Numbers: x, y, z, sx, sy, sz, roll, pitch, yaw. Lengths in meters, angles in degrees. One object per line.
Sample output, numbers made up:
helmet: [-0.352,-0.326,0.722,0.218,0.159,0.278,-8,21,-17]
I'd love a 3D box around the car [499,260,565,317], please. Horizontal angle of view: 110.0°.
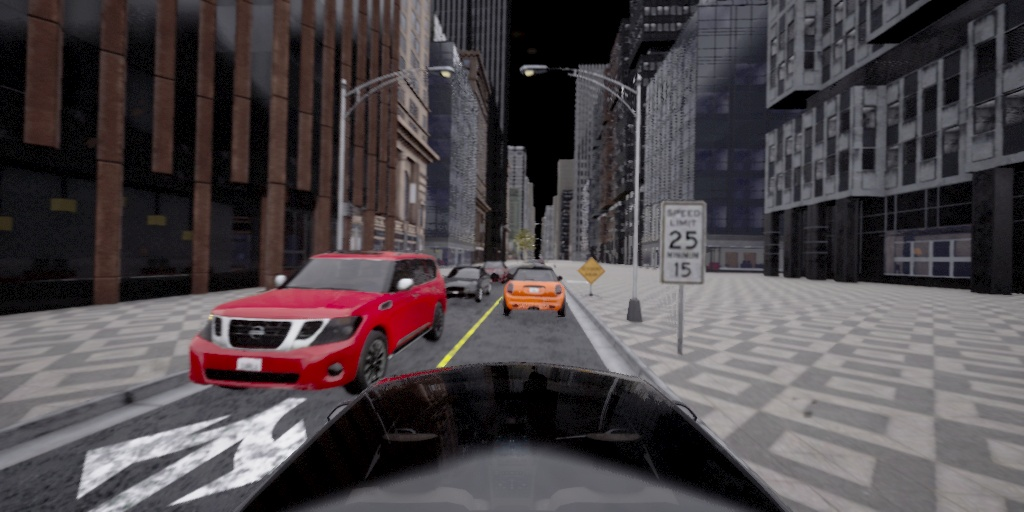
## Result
car: [0.870,1.148,13.775,2.097,1.767,4.553,1,0,4]

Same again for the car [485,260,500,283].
car: [-1.379,1.125,27.026,2.097,1.767,4.553,1,0,4]

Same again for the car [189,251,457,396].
car: [-2.834,0.918,6.906,2.150,2.045,5.566,1,0,4]

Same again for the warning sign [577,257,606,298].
warning sign: [3.688,0.983,16.773,1.300,1.860,1.060,0,0,4]

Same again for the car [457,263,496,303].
car: [-2.114,1.239,16.933,1.837,1.490,4.892,1,0,4]
